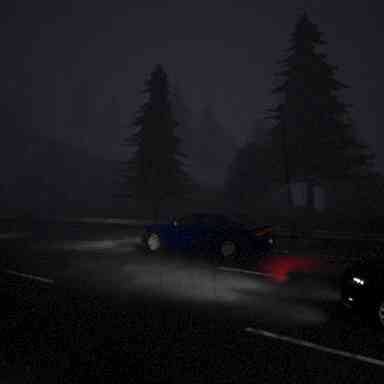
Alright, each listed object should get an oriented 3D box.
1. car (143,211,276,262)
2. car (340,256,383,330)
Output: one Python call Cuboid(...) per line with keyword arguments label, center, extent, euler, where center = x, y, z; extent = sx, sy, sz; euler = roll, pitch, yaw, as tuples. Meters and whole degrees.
Cuboid(label="car", center=(0.471, 1.430, 12.022), extent=(5.008, 1.535, 1.882), euler=(0, 0, 33))
Cuboid(label="car", center=(4.832, 1.450, 4.800), extent=(4.902, 1.511, 2.128), euler=(0, 0, 36))
